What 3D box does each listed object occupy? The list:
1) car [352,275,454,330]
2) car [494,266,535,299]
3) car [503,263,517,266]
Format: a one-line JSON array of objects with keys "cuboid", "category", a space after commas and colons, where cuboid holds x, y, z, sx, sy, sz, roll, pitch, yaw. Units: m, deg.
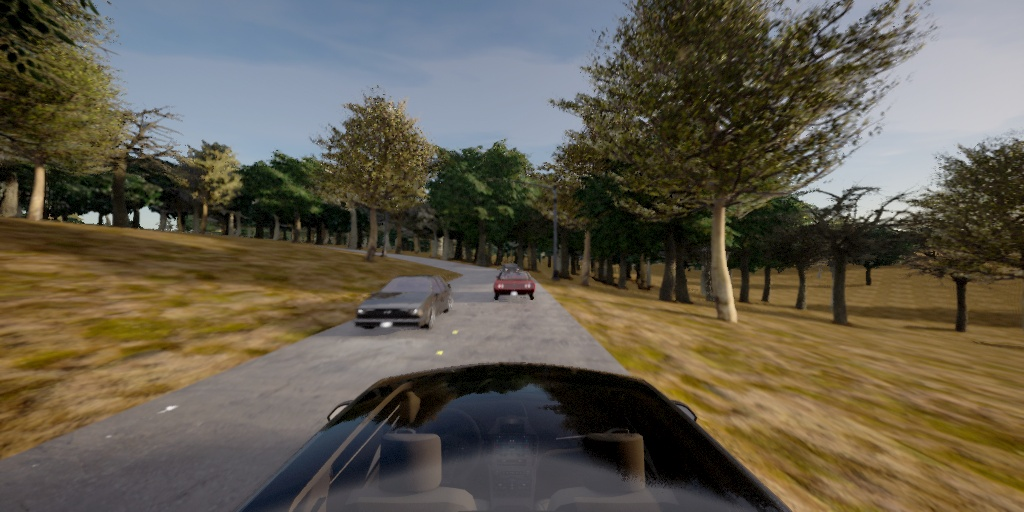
[{"cuboid": [-3.096, 1.314, 11.502, 2.033, 1.411, 5.357, 0, 0, 0], "category": "car"}, {"cuboid": [0.104, 1.385, 18.262, 1.895, 1.301, 4.718, 0, 0, 0], "category": "car"}, {"cuboid": [-0.319, 1.461, 39.579, 1.895, 1.301, 4.718, 0, 0, -7], "category": "car"}]
